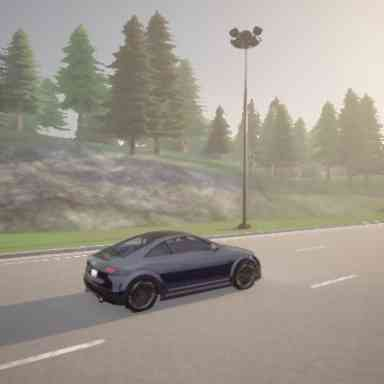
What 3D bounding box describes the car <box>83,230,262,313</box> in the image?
[{"bbox_3d":[-0.327,1.602,7.812,4.181,1.385,1.994,1,0,-35],"label":"car"}]
